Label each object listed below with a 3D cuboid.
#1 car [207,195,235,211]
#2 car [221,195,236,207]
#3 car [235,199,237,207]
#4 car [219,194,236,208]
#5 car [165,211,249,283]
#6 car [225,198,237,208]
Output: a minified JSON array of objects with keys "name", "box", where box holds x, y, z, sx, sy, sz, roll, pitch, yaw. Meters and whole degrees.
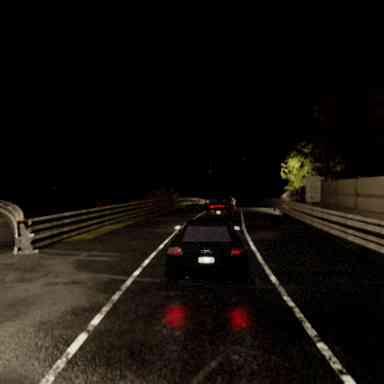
[{"name":"car","box":[2.184,1.195,25.988,1.837,1.490,4.892,0,0,7]},{"name":"car","box":[5.708,1.464,51.118,2.097,1.767,4.553,0,-2,9]},{"name":"car","box":[3.909,1.246,38.656,2.128,1.511,4.902,0,-1,8]},{"name":"car","box":[4.872,1.269,45.511,2.097,1.767,4.553,0,-2,8]},{"name":"car","box":[0.429,1.449,9.362,1.994,1.385,4.181,0,1,3]},{"name":"car","box":[7.134,2.037,60.235,1.882,1.535,5.008,0,-3,10]}]
